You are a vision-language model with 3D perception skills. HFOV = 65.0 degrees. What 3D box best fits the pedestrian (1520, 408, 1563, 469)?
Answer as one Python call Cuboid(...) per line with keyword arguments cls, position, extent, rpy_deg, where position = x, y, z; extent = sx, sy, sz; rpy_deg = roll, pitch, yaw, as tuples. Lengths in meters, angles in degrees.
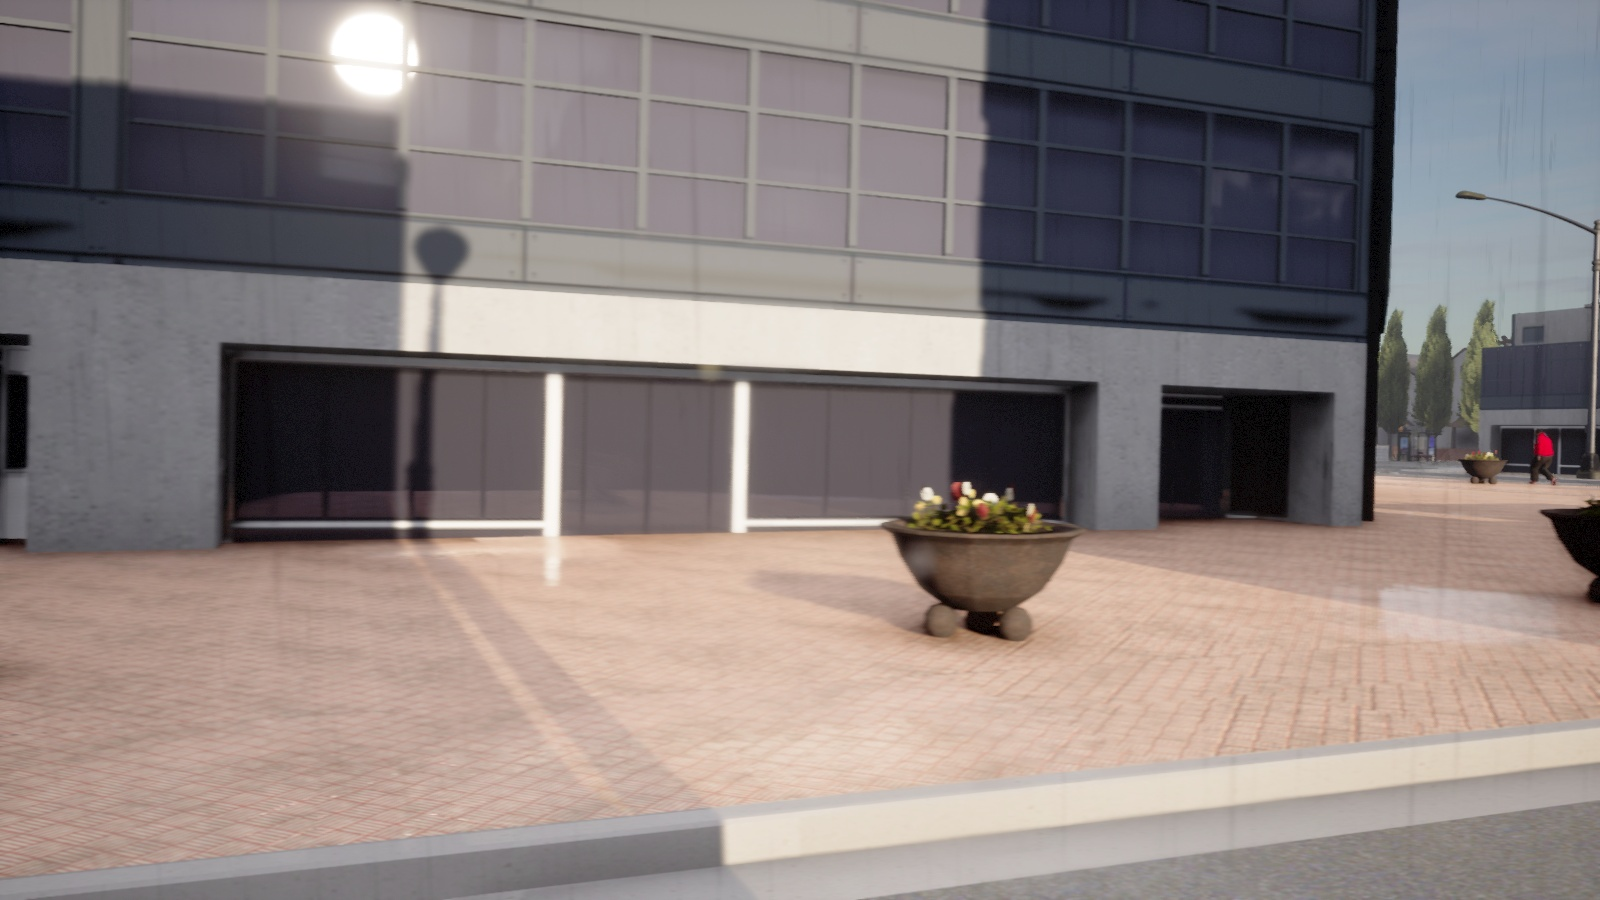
Cuboid(cls="pedestrian", position=(22.661, -0.346, 38.388), extent=(0.634, 1.844, 0.899), rpy_deg=(0, 1, -20))
